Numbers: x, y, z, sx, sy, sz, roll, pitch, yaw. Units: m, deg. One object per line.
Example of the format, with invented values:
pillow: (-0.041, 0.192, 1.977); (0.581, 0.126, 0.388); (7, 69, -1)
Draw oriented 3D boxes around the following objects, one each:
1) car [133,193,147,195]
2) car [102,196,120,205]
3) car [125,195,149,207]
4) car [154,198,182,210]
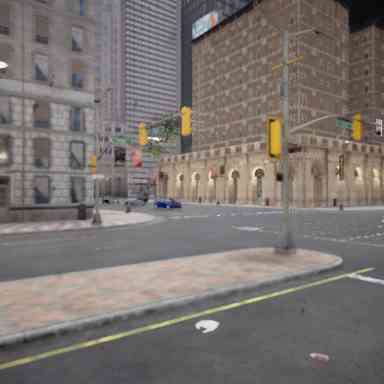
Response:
car: (-10.655, 1.251, 66.237); (2.150, 2.045, 5.566); (0, 0, -35)
car: (-14.626, 1.514, 59.722); (2.128, 1.511, 4.902); (0, 0, -35)
car: (-8.891, 1.548, 51.470); (1.812, 1.442, 4.674); (0, 0, -35)
car: (-3.157, 1.501, 43.425); (1.882, 1.535, 5.008); (0, 0, -36)
